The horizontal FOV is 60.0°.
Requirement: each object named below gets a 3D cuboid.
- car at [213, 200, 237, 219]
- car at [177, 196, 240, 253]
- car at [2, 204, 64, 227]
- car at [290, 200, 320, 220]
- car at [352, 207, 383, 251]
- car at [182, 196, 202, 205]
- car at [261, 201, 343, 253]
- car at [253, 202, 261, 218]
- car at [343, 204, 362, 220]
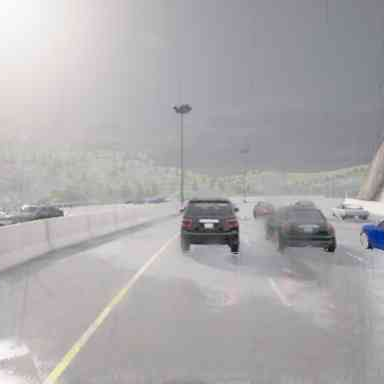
[{"bbox_3d":[3.149,1.564,30.966,1.812,1.442,4.674,0,0,10],"label":"car"},{"bbox_3d":[0.806,1.238,13.987,2.150,2.045,5.566,0,0,5],"label":"car"},{"bbox_3d":[-9.364,1.493,19.501,2.128,1.511,4.902,0,0,7],"label":"car"},{"bbox_3d":[10.068,1.556,29.918,1.837,1.490,4.892,0,0,10],"label":"car"},{"bbox_3d":[7.635,1.505,11.463,1.882,1.535,5.008,0,0,4],"label":"car"},{"bbox_3d":[0.064,1.554,60.478,2.128,1.511,4.902,0,0,20],"label":"car"},{"bbox_3d":[4.362,1.375,14.067,2.097,1.767,4.553,0,0,5],"label":"car"},{"bbox_3d":[6.608,1.609,30.397,1.994,1.385,4.181,0,0,10],"label":"car"},{"bbox_3d":[13.296,1.657,28.237,1.895,1.301,4.718,0,0,10],"label":"car"}]
